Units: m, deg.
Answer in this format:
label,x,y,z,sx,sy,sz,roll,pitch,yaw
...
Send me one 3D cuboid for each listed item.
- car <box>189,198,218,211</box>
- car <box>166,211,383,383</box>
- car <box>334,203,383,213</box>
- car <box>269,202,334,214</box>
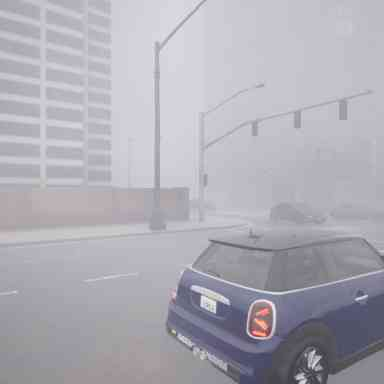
label,x,y,z,sx,sy,sz,roll,pitch,yaw
car,1.108,1.491,40.065,2.128,1.511,4.902,0,0,-36
car,1.937,1.352,5.170,4.553,1.767,2.097,0,0,-35
car,13.001,1.564,25.865,4.181,1.385,1.994,0,0,38
car,7.356,1.505,23.533,1.837,1.490,4.892,1,0,-19
